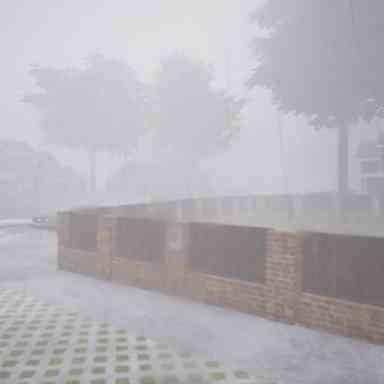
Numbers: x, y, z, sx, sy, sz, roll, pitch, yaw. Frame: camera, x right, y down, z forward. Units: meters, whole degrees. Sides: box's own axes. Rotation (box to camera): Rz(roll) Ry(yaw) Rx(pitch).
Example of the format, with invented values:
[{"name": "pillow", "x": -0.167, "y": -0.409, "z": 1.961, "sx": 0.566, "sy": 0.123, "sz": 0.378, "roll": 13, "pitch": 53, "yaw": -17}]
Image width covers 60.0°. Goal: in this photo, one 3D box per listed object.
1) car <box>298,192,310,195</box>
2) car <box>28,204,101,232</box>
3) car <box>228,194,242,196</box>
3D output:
[{"name": "car", "x": 17.194, "y": 0.679, "z": 50.748, "sx": 1.882, "sy": 1.535, "sz": 5.008, "roll": 0, "pitch": 1, "yaw": 35}, {"name": "car", "x": -5.801, "y": 1.334, "z": 17.780, "sx": 2.033, "sy": 1.411, "sz": 5.357, "roll": 0, "pitch": 1, "yaw": 35}, {"name": "car", "x": 4.918, "y": 0.970, "z": 38.105, "sx": 1.882, "sy": 1.535, "sz": 5.008, "roll": 0, "pitch": 1, "yaw": 35}]
